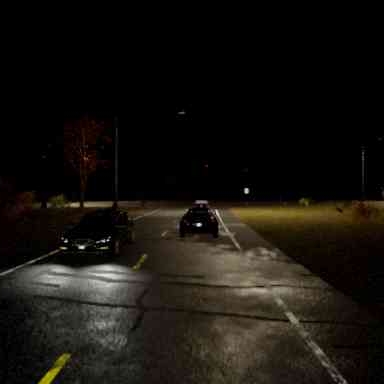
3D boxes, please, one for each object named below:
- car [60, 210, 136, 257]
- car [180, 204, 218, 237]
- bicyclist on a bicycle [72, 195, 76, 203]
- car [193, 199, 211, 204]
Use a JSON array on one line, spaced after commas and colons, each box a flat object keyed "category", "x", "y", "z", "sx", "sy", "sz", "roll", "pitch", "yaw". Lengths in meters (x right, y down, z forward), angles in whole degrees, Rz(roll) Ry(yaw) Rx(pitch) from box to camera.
[{"category": "car", "x": -3.439, "y": 1.496, "z": 12.939, "sx": 1.837, "sy": 1.490, "sz": 4.892, "roll": 0, "pitch": 0, "yaw": 1}, {"category": "car", "x": 0.386, "y": 1.554, "z": 18.114, "sx": 1.994, "sy": 1.385, "sz": 4.181, "roll": 0, "pitch": 0, "yaw": 2}, {"category": "bicyclist on a bicycle", "x": -23.926, "y": 1.500, "z": 67.207, "sx": 0.582, "sy": 1.620, "sz": 1.656, "roll": -1, "pitch": 0, "yaw": 6}, {"category": "car", "x": 1.069, "y": 1.508, "z": 35.885, "sx": 2.033, "sy": 1.411, "sz": 5.357, "roll": 0, "pitch": 0, "yaw": 3}]
